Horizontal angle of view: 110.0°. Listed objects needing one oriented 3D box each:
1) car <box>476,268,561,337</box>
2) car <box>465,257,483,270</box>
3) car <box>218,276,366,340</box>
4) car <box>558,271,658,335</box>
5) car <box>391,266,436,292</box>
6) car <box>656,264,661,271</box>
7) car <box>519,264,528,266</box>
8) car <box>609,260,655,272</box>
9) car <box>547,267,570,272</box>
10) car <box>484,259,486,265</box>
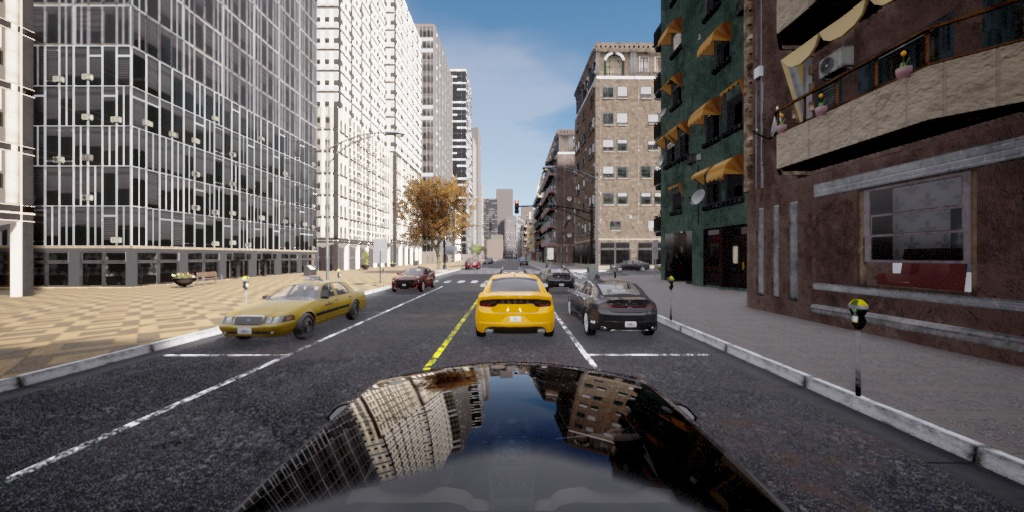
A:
[{"bbox_3d":[0.068,1.227,10.339,1.882,1.535,5.008,0,0,0],"label":"car"},{"bbox_3d":[-5.819,1.093,53.679,2.192,1.841,5.009,0,0,0],"label":"car"},{"bbox_3d":[-5.712,1.275,10.057,1.751,1.417,4.829,0,0,0],"label":"car"},{"bbox_3d":[2.668,1.300,10.246,2.007,1.370,4.403,0,0,0],"label":"car"},{"bbox_3d":[-5.739,1.297,21.292,1.888,1.381,4.507,0,0,0],"label":"car"},{"bbox_3d":[18.736,1.002,40.823,4.829,1.417,1.751,0,0,-1],"label":"car"},{"bbox_3d":[0.054,1.353,20.618,1.895,1.301,4.718,0,0,0],"label":"car"},{"bbox_3d":[13.339,1.104,40.755,4.403,1.370,2.007,0,0,-1],"label":"car"},{"bbox_3d":[2.641,1.303,21.312,2.007,1.370,4.403,0,0,0],"label":"car"},{"bbox_3d":[-5.832,1.350,59.202,1.948,1.339,4.313,0,0,0],"label":"car"}]
